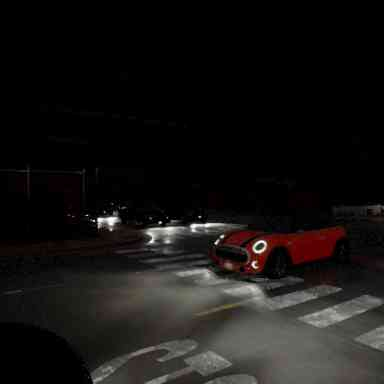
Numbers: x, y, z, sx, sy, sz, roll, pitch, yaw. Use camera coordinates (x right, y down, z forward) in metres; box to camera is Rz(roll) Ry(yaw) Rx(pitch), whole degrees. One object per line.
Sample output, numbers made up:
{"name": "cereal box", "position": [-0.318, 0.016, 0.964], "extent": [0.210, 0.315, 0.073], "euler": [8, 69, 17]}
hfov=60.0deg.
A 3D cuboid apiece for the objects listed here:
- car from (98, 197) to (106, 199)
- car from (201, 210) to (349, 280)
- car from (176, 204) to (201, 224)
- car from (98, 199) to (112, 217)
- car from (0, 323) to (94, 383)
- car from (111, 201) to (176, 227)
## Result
{"name": "car", "position": [-11.272, 1.407, 40.613], "extent": [2.097, 1.767, 4.553], "euler": [0, 0, -36]}
{"name": "car", "position": [2.816, 1.402, 10.295], "extent": [4.553, 1.767, 2.097], "euler": [0, 0, -35]}
{"name": "car", "position": [-0.584, 1.619, 25.608], "extent": [1.994, 1.385, 4.181], "euler": [0, 0, -35]}
{"name": "car", "position": [-8.942, 1.619, 31.334], "extent": [1.994, 1.385, 4.181], "euler": [0, 0, -35]}
{"name": "car", "position": [-2.964, 1.491, 1.633], "extent": [4.902, 1.511, 2.128], "euler": [0, 0, -35]}
{"name": "car", "position": [-3.600, 1.603, 23.812], "extent": [2.033, 1.411, 5.357], "euler": [0, 0, -35]}
